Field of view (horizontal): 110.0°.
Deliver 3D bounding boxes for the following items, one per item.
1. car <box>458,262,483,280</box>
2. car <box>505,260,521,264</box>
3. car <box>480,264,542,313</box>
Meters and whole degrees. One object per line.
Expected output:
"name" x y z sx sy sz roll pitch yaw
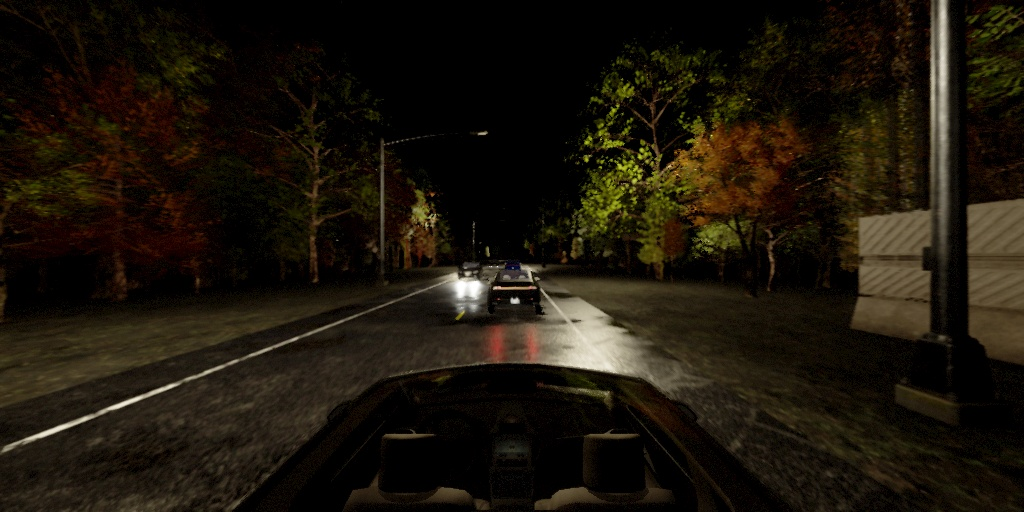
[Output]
"car" -3.588 1.284 31.513 2.128 1.511 4.902 0 0 0
"car" 0.106 1.283 44.971 1.882 1.535 5.008 0 0 0
"car" 0.100 1.263 14.101 2.128 1.511 4.902 0 0 0
